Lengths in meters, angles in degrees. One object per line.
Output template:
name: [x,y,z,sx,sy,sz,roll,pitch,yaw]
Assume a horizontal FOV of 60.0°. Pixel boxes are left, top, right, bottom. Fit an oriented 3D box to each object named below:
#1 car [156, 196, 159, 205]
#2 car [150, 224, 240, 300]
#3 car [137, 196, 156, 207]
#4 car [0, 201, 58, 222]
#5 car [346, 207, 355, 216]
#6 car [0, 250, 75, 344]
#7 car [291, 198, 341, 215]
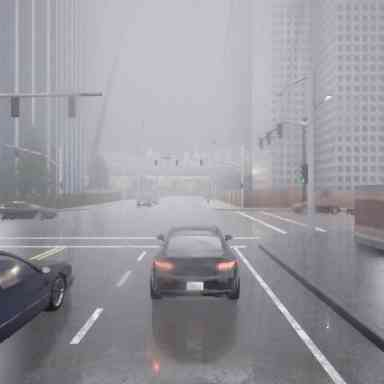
car: [-7.132,1.491,60.301,2.128,1.511,4.902,0,0,0]
car: [0.069,1.526,8.286,1.812,1.442,4.674,0,0,0]
car: [-7.147,1.491,50.240,2.128,1.511,4.902,0,0,0]
car: [-13.028,1.507,25.981,4.892,1.490,1.837,-1,0,-1]
car: [16.852,1.547,29.974,5.357,1.411,2.033,0,0,0]
car: [-3.446,1.547,4.690,2.033,1.411,5.357,0,0,0]
car: [12.378,1.352,33.492,4.553,1.767,2.097,0,0,0]
